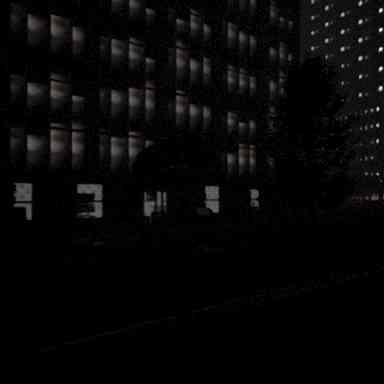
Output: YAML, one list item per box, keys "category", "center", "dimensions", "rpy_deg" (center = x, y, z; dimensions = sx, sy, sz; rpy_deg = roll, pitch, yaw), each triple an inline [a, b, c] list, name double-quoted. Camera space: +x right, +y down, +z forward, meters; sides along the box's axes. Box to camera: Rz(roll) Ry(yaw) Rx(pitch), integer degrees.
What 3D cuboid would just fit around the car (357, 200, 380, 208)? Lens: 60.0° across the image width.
- category: "car"
  center: [31.631, 2.114, 59.501]
  dimensions: [1.947, 1.339, 4.313]
  rpy_deg: [-1, -1, -22]
